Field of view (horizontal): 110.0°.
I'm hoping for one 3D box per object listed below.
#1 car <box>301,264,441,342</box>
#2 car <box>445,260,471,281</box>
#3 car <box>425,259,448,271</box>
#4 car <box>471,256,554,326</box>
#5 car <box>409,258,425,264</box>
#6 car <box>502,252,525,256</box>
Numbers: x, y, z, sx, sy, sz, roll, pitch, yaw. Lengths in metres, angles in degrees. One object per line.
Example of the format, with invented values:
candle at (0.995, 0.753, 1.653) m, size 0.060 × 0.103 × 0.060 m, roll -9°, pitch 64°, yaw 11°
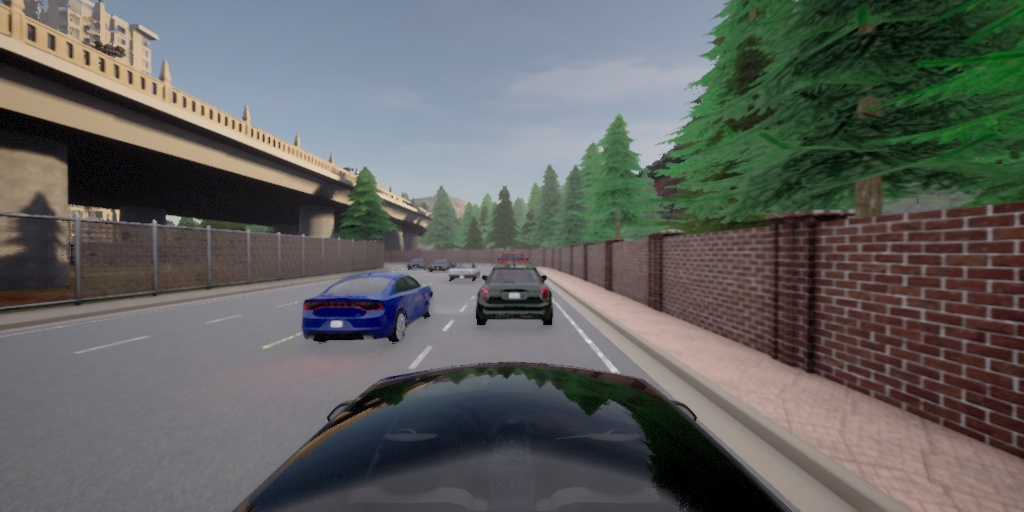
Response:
car at (-3.433, 1.154, 9.517) m, size 1.882 × 1.535 × 5.008 m, roll 0°, pitch 1°, yaw 0°
car at (-3.422, 1.115, 26.688) m, size 1.895 × 1.301 × 4.718 m, roll 0°, pitch 1°, yaw 0°
car at (-7.166, 0.985, 36.543) m, size 1.994 × 1.385 × 4.181 m, roll 0°, pitch 1°, yaw -1°
car at (0.079, 1.013, 11.446) m, size 2.097 × 1.767 × 4.553 m, roll 0°, pitch 1°, yaw 0°
car at (-10.821, 0.936, 41.772) m, size 1.994 × 1.385 × 4.181 m, roll 0°, pitch 1°, yaw -5°
car at (0.082, 0.728, 27.384) m, size 2.150 × 2.045 × 5.566 m, roll 0°, pitch 0°, yaw 0°
